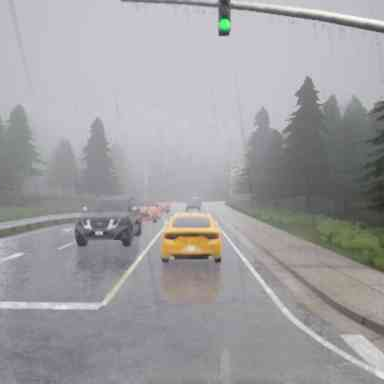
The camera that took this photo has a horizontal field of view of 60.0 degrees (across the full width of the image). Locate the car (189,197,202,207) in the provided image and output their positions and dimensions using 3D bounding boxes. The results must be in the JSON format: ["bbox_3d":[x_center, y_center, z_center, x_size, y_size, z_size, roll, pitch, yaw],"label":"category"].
[{"bbox_3d":[0.583,1.515,52.980,1.837,1.490,4.892,0,0,2],"label":"car"}]

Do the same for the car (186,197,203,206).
[{"bbox_3d":[0.204,1.554,42.587,2.033,1.411,5.357,0,0,2],"label":"car"}]

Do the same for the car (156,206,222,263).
[{"bbox_3d":[-0.018,1.469,12.026,1.882,1.535,5.008,0,0,0],"label":"car"}]

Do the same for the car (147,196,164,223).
[{"bbox_3d":[-3.602,1.357,25.795,2.097,1.767,4.553,0,0,0],"label":"car"}]

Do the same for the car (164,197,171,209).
[{"bbox_3d":[-3.467,1.362,36.045,2.097,1.767,4.553,0,0,1],"label":"car"}]

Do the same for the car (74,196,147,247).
[{"bbox_3d":[-3.637,1.221,15.501,2.150,2.045,5.566,0,0,-2],"label":"car"}]
